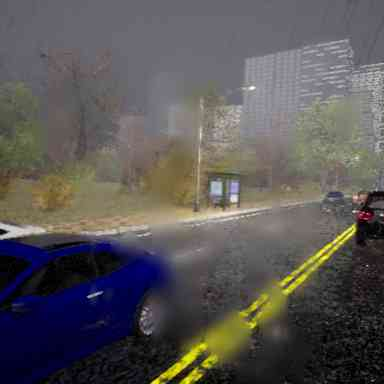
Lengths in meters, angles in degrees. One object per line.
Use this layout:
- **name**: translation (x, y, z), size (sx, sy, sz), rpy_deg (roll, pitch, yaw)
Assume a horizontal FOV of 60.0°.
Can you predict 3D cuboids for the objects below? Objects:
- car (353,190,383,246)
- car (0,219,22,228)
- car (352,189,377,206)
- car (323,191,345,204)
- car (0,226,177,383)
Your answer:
- **car**: translation (7.874, 0.983, 13.062), size (2.150, 2.045, 5.566), rpy_deg (3, 2, 32)
- **car**: translation (-4.724, 1.146, 5.728), size (1.812, 1.442, 4.674), rpy_deg (3, 2, 32)
- **car**: translation (20.332, 0.630, 39.093), size (2.097, 1.767, 4.553), rpy_deg (3, 2, 33)
- **car**: translation (17.500, 0.653, 40.709), size (1.812, 1.442, 4.674), rpy_deg (3, 2, 33)
- **car**: translation (-1.979, 1.298, 3.994), size (1.812, 1.442, 4.674), rpy_deg (3, 2, 32)
